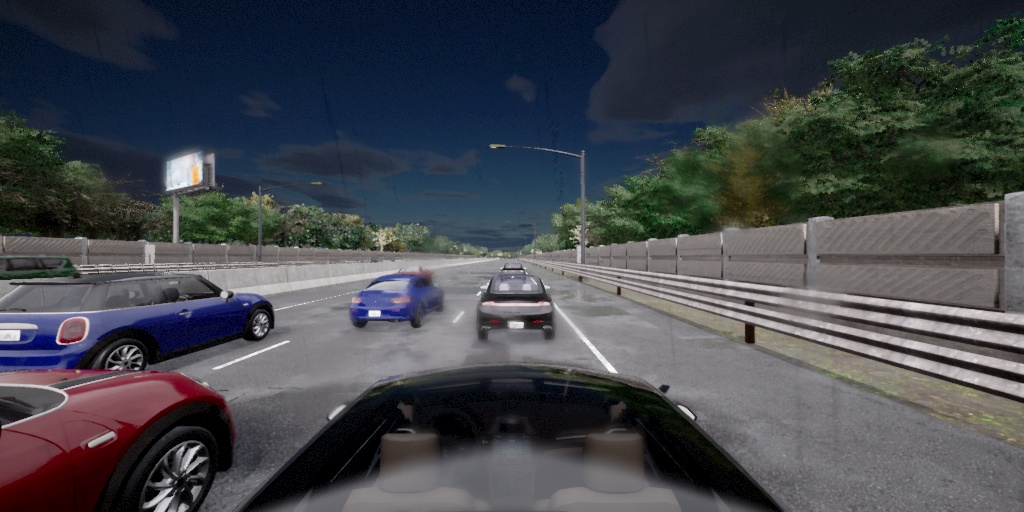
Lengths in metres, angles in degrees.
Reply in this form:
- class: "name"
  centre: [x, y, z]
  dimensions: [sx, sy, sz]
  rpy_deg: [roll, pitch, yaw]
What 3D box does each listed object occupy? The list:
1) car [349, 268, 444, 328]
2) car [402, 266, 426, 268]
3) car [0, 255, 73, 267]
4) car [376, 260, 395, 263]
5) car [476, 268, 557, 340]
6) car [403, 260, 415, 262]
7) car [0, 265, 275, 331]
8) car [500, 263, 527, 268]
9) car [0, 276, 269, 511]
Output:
- class: "car"
  centre: [-3.405, 1.279, 11.283]
  dimensions: [1.812, 1.442, 4.674]
  rpy_deg: [0, 0, 1]
- class: "car"
  centre: [-6.905, 1.369, 25.628]
  dimensions: [1.895, 1.301, 4.718]
  rpy_deg: [0, 0, 1]
- class: "car"
  centre: [-21.101, 0.978, 14.301]
  dimensions: [2.150, 2.045, 5.566]
  rpy_deg: [0, 0, 0]
- class: "car"
  centre: [-21.001, 1.430, 61.134]
  dimensions: [1.812, 1.442, 4.674]
  rpy_deg: [0, 0, 0]
- class: "car"
  centre: [0.100, 1.244, 9.966]
  dimensions: [2.128, 1.511, 4.902]
  rpy_deg: [0, 0, 0]
- class: "car"
  centre: [-17.503, 1.356, 60.879]
  dimensions: [2.128, 1.511, 4.902]
  rpy_deg: [0, 0, 0]
- class: "car"
  centre: [-6.896, 1.103, 7.010]
  dimensions: [2.097, 1.767, 4.553]
  rpy_deg: [0, 0, -1]
- class: "car"
  centre: [0.094, 1.262, 27.205]
  dimensions: [2.128, 1.511, 4.902]
  rpy_deg: [0, 0, 0]
- class: "car"
  centre: [-3.405, 1.102, 1.165]
  dimensions: [2.097, 1.767, 4.553]
  rpy_deg: [0, 0, 0]
